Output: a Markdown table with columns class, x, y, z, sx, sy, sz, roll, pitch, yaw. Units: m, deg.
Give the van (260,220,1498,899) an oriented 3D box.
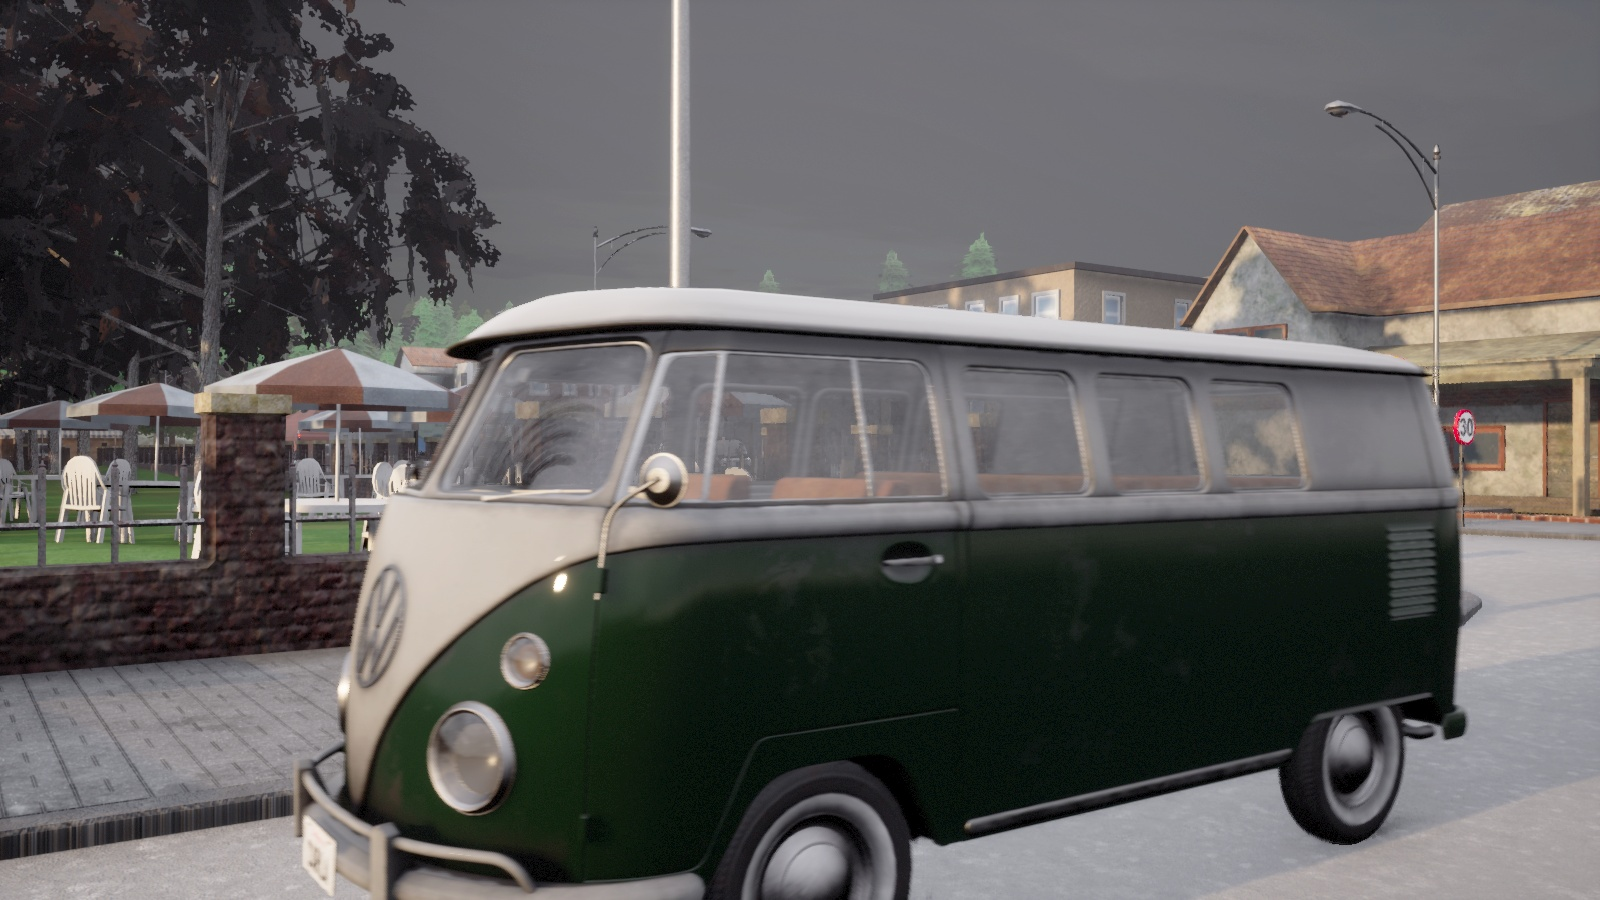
| class | x | y | z | sx | sy | sz | roll | pitch | yaw |
| --- | --- | --- | --- | --- | --- | --- | --- | --- | --- |
| van | 0.561 | 0.508 | 4.659 | 4.442 | 1.987 | 1.775 | 0 | 0 | -35 |
